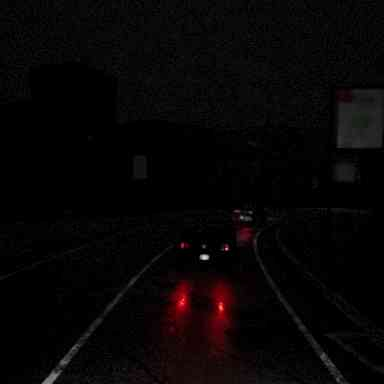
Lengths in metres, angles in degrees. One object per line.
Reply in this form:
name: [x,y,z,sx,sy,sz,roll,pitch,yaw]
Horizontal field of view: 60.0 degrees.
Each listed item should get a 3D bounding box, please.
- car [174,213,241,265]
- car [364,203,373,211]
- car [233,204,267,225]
car: [0.695,1.654,12.027,1.895,1.301,4.718,1,0,8]
car: [30.982,2.587,55.516,4.902,1.511,2.128,3,3,-20]
car: [4.653,1.674,26.273,2.128,1.511,4.902,2,0,25]
